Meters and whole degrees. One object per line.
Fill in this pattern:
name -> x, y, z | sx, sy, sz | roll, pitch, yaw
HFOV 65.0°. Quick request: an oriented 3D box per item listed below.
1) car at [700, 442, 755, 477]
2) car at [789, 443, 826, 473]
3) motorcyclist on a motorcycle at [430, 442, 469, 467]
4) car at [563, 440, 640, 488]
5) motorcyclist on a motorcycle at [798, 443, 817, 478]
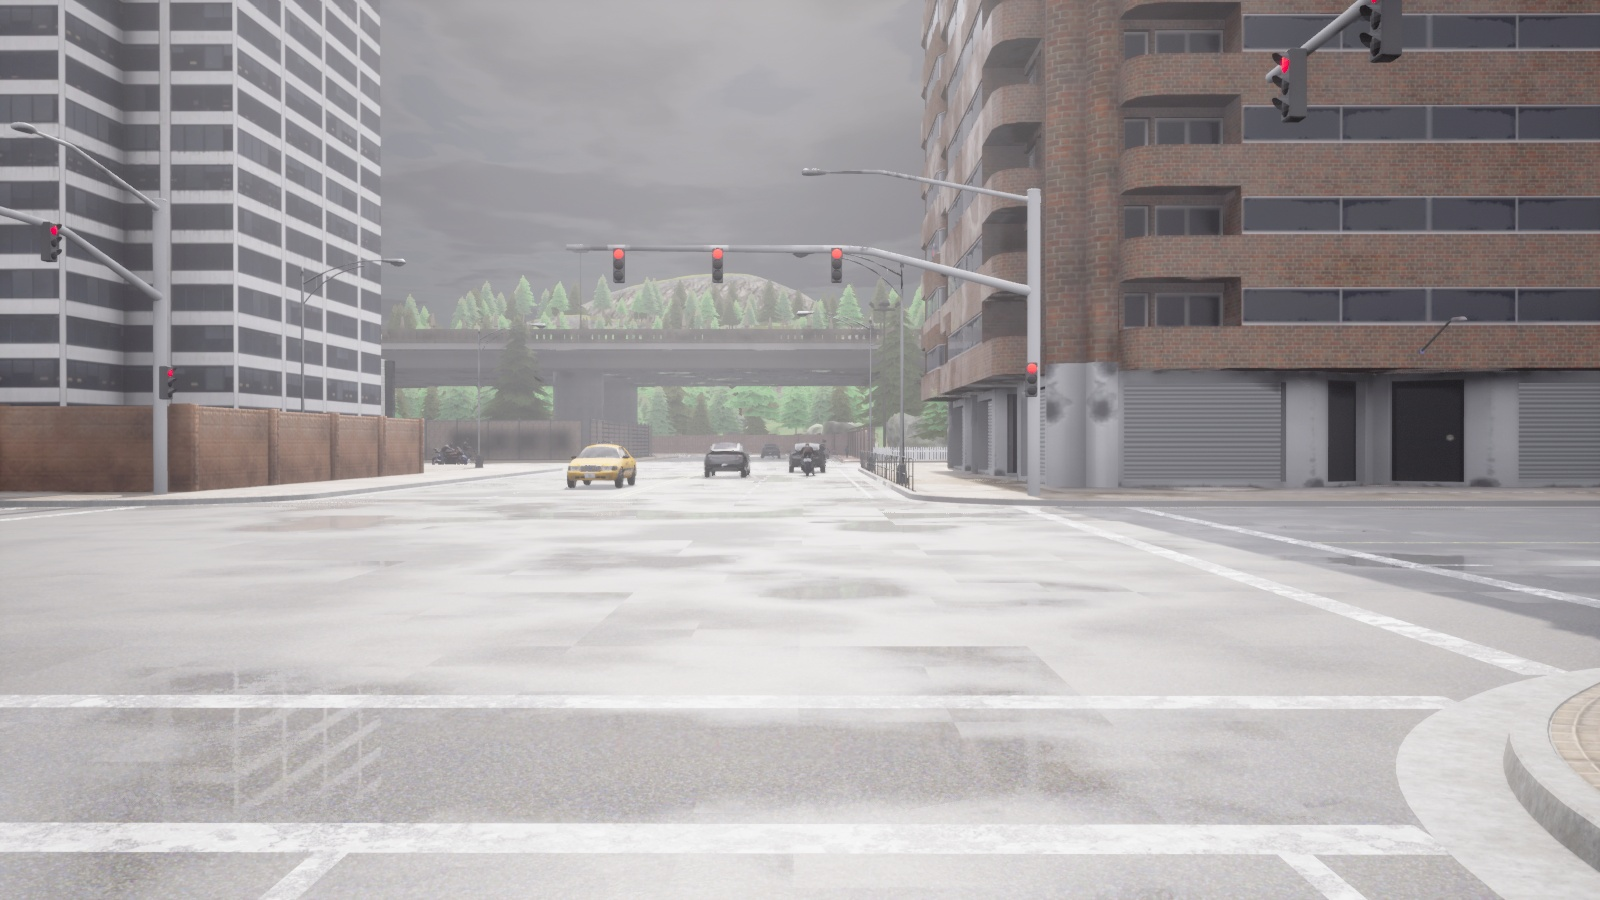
car -> -3.183, 0.386, 55.685 | 2.128, 1.511, 4.902 | 0, 0, 0
car -> 0.366, 0.387, 64.584 | 1.837, 1.490, 4.892 | 0, 0, 0
motorcyclist on a motorcycle -> -21.552, 0.273, 77.215 | 2.191, 1.530, 0.866 | 0, 0, 0
car -> -6.751, 0.436, 43.262 | 1.801, 1.575, 5.366 | 0, 0, 0
motorcyclist on a motorcycle -> 0.336, 0.460, 57.076 | 0.866, 1.530, 2.191 | 0, 0, 0
